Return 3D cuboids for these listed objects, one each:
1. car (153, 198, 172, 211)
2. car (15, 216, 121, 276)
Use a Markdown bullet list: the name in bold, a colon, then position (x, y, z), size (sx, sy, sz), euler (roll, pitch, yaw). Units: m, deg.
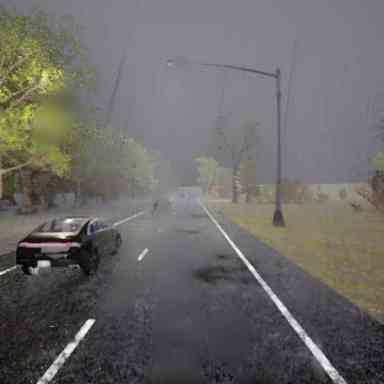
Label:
- **car**: position (-3.529, 1.456, 40.081), size (2.128, 1.511, 4.902), euler (0, 0, 0)
- **car**: position (-3.508, 1.486, 10.300), size (2.128, 1.511, 4.902), euler (0, 0, 0)
